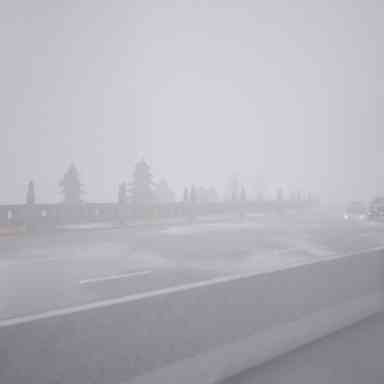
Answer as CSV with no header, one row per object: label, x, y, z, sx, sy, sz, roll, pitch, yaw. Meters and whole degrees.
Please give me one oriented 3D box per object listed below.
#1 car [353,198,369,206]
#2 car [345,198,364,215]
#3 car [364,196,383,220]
car,34.299,1.947,67.628,1.837,1.490,4.892,0,-1,13
car,18.936,1.772,38.305,1.837,1.490,4.892,0,-1,32
car,17.509,1.424,30.056,2.150,2.045,5.566,0,0,37
